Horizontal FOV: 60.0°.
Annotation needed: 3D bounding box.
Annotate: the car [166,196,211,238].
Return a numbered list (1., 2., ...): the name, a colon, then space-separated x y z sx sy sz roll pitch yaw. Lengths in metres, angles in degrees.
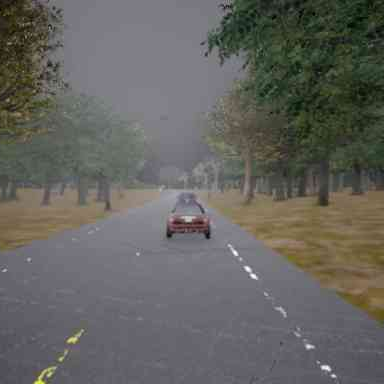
1. car: -0.192 1.296 17.353 2.097 1.767 4.553 0 0 -1

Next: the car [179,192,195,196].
1. car: -0.531 1.022 37.301 2.150 2.045 5.566 0 1 -1
